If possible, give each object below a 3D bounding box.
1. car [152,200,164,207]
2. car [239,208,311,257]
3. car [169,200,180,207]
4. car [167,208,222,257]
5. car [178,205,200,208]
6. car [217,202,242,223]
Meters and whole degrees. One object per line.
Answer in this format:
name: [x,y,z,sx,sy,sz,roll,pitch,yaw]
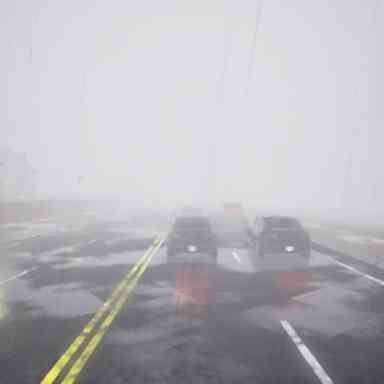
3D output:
car: [-6.478,2.258,64.608,1.994,1.385,4.181,0,-1,0]
car: [3.274,1.644,13.505,1.837,1.490,4.892,0,0,0]
car: [-3.231,2.215,64.228,1.812,1.442,4.674,0,-1,0]
car: [0.024,1.644,13.523,1.837,1.490,4.892,0,0,0]
car: [0.029,1.892,28.250,1.895,1.301,4.718,0,-1,0]
car: [3.282,1.644,28.423,2.097,1.767,4.553,0,-1,0]
